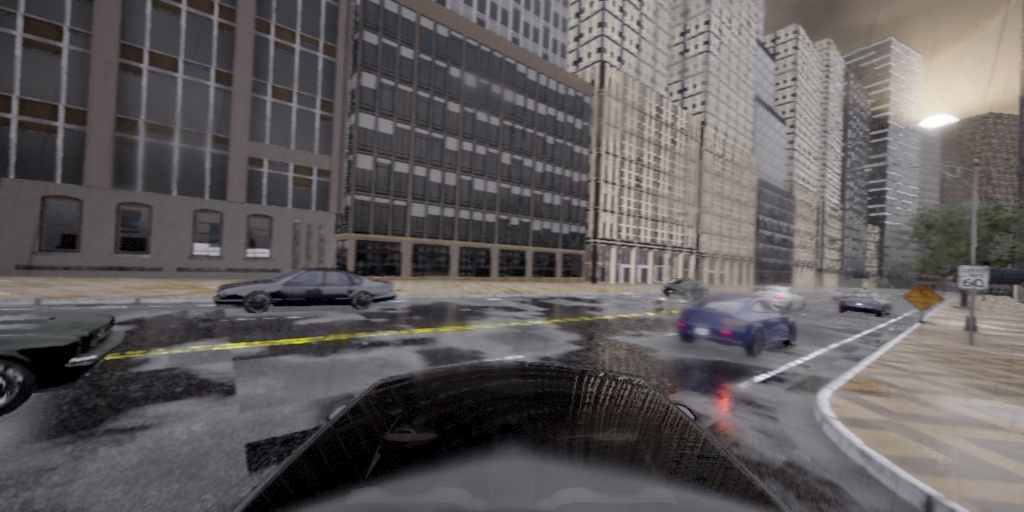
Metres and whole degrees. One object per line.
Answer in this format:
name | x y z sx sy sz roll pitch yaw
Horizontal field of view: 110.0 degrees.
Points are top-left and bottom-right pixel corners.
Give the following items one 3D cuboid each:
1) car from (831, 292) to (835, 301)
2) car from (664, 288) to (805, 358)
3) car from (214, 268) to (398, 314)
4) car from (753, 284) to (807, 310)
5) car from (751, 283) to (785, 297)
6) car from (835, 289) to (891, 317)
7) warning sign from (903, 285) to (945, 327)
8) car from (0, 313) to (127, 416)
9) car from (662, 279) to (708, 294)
car | 33.889 3.986 36.077 4.718 1.301 1.895 4 -2 -38
car | 6.432 1.803 10.183 4.674 1.442 1.812 4 -2 -38
car | -6.797 1.116 12.391 5.357 1.411 2.033 4 -2 -38
car | 16.665 2.642 22.409 4.674 1.442 1.812 4 -2 -38
car | 29.051 3.862 40.638 4.718 1.301 1.895 4 -2 -38
car | 22.734 3.040 23.071 4.181 1.385 1.994 4 -2 -38
warning sign | 19.123 2.253 16.721 1.060 1.860 1.300 0 0 -38
car | -7.248 1.002 3.473 4.718 1.301 1.895 3 -1 -38
car | 14.053 2.609 28.885 4.892 1.490 1.837 4 -2 -38
